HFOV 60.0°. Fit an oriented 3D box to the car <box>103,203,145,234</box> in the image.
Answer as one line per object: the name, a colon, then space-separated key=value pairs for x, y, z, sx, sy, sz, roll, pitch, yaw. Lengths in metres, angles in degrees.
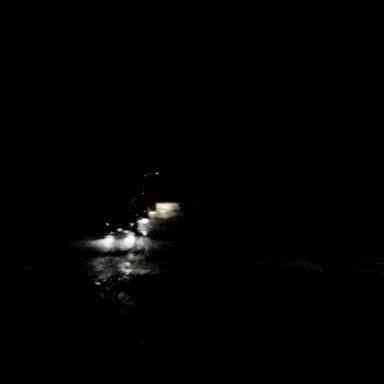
car: x=-4.186 y=1.668 z=20.576 sx=2.033 sy=1.411 sz=5.357 roll=1 pitch=0 yaw=-7

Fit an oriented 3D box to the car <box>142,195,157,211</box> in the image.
car: x=-6.014 y=1.513 z=45.826 sx=2.150 sy=2.045 sz=5.566 roll=1 pitch=0 yaw=-4

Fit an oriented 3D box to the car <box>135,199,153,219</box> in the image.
car: x=-5.123 y=1.727 z=32.209 sx=1.812 sy=1.442 sz=4.674 roll=1 pitch=-1 yaw=-4
